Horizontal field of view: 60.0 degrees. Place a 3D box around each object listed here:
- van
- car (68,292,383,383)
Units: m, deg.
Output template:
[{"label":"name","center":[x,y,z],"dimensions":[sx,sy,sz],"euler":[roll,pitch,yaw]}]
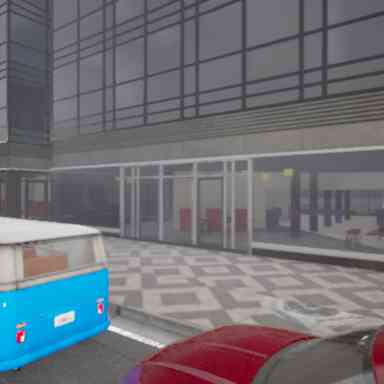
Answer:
[{"label":"van","center":[-3.067,1.306,5.155],"dimensions":[3.998,1.788,1.690],"euler":[0,0,35]},{"label":"car","center":[1.492,1.546,1.903],"dimensions":[4.507,1.381,1.887],"euler":[0,0,35]}]
